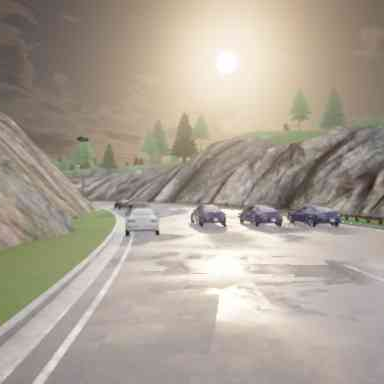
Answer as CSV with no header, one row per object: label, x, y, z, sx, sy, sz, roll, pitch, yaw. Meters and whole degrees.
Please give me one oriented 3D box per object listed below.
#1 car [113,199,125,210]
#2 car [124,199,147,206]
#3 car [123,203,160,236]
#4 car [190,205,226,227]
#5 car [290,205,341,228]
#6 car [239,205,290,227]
car,-10.003,1.763,48.276,1.812,1.442,4.674,0,0,-25
car,-5.886,1.670,37.043,2.128,1.511,4.902,0,0,-18
car,-2.846,1.617,19.104,1.812,1.442,4.674,0,0,-9
car,1.112,1.625,23.660,1.812,1.442,4.674,0,0,-11
car,8.360,1.601,22.991,1.812,1.442,4.674,0,0,-10
car,4.744,1.613,23.323,1.812,1.442,4.674,0,0,-10
